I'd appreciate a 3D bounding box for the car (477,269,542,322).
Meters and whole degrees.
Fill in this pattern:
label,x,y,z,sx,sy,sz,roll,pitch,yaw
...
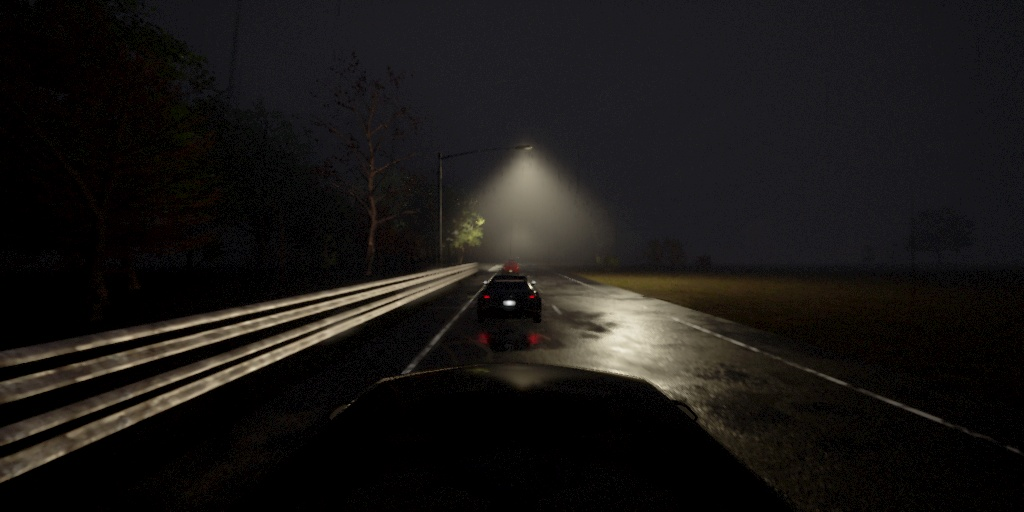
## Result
label,x,y,z,sx,sy,sz,roll,pitch,yaw
car,-0.075,1.325,12.314,1.994,1.385,4.181,0,0,0

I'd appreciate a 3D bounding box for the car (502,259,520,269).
label,x,y,z,sx,sy,sz,roll,pitch,yaw
car,-0.110,1.297,37.228,1.812,1.442,4.674,0,0,0
